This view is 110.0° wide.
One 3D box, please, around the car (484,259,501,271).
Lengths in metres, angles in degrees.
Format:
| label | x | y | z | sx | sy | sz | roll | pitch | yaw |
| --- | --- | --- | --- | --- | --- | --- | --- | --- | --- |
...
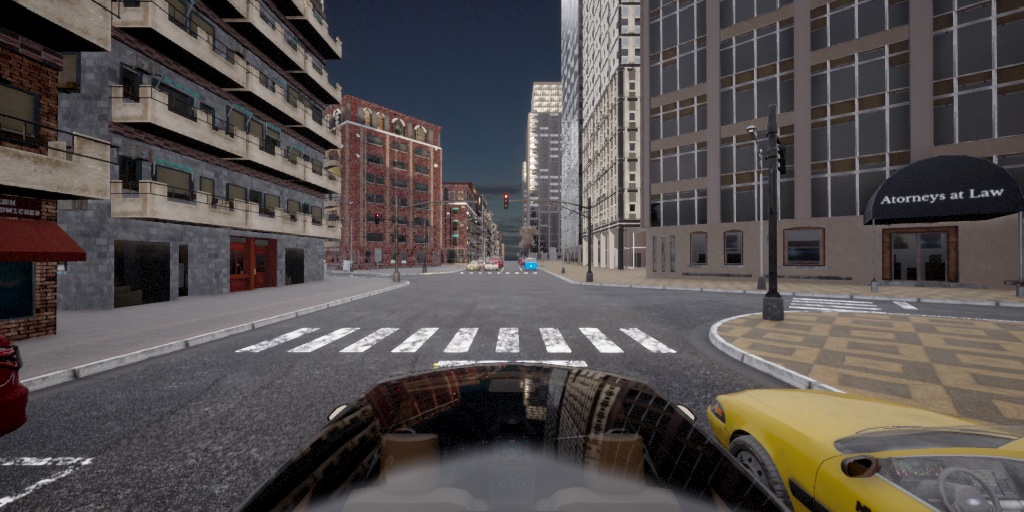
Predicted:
| label | x | y | z | sx | sy | sz | roll | pitch | yaw |
| --- | --- | --- | --- | --- | --- | --- | --- | --- | --- |
| car | -2.862 | 1.397 | 50.179 | 1.895 | 1.301 | 4.718 | 0 | 0 | -2 |

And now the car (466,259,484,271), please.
| label | x | y | z | sx | sy | sz | roll | pitch | yaw |
| --- | --- | --- | --- | --- | --- | --- | --- | --- | --- |
| car | -5.329 | 1.321 | 49.895 | 1.751 | 1.417 | 4.829 | 0 | 0 | 0 |

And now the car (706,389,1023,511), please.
| label | x | y | z | sx | sy | sz | roll | pitch | yaw |
| --- | --- | --- | --- | --- | --- | --- | --- | --- | --- |
| car | 2.566 | 1.275 | 1.244 | 1.751 | 1.417 | 4.829 | 0 | 0 | 0 |

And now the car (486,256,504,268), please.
| label | x | y | z | sx | sy | sz | roll | pitch | yaw |
| --- | --- | --- | --- | --- | --- | --- | --- | --- | --- |
| car | -2.848 | 1.038 | 59.686 | 2.150 | 2.045 | 5.566 | 0 | 0 | 0 |

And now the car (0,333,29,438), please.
| label | x | y | z | sx | sy | sz | roll | pitch | yaw |
| --- | --- | --- | --- | --- | --- | --- | --- | --- | --- |
| car | -5.314 | 1.065 | 1.065 | 2.192 | 1.841 | 5.009 | 0 | 0 | 0 |

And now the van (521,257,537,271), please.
| label | x | y | z | sx | sy | sz | roll | pitch | yaw |
| --- | --- | --- | --- | --- | --- | --- | --- | --- | --- |
| van | 2.552 | 1.136 | 50.067 | 1.690 | 1.789 | 3.998 | 0 | 0 | 0 |
